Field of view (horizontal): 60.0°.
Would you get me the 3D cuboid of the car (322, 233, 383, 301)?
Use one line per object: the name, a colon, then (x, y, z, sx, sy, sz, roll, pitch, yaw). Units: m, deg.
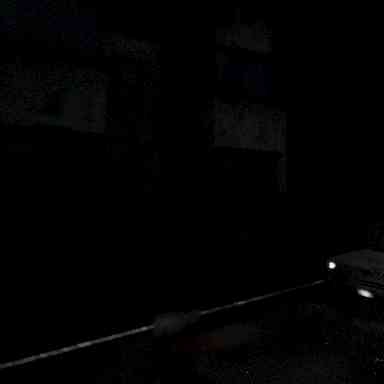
car: (5.057, 1.591, 7.506, 4.718, 1.301, 1.895, 0, 0, -35)
